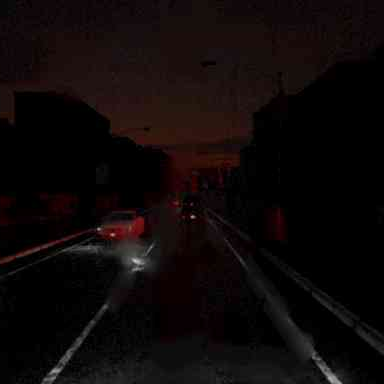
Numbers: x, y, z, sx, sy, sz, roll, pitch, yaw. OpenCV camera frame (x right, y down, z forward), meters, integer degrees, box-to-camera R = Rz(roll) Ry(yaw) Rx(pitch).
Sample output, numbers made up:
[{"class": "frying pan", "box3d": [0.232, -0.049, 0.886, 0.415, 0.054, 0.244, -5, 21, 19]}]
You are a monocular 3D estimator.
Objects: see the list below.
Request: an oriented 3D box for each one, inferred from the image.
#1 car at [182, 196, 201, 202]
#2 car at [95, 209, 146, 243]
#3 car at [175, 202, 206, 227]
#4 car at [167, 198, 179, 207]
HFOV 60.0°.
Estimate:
[{"class": "car", "box3d": [-0.051, 1.553, 41.172, 2.150, 2.045, 5.566, 0, -1, 0]}, {"class": "car", "box3d": [-3.502, 1.644, 17.022, 1.812, 1.442, 4.674, 0, 0, 0]}, {"class": "car", "box3d": [0.025, 1.725, 24.380, 2.033, 1.411, 5.357, 0, 0, 0]}, {"class": "car", "box3d": [-3.351, 1.923, 59.335, 1.882, 1.535, 5.008, 0, 0, 1]}]
